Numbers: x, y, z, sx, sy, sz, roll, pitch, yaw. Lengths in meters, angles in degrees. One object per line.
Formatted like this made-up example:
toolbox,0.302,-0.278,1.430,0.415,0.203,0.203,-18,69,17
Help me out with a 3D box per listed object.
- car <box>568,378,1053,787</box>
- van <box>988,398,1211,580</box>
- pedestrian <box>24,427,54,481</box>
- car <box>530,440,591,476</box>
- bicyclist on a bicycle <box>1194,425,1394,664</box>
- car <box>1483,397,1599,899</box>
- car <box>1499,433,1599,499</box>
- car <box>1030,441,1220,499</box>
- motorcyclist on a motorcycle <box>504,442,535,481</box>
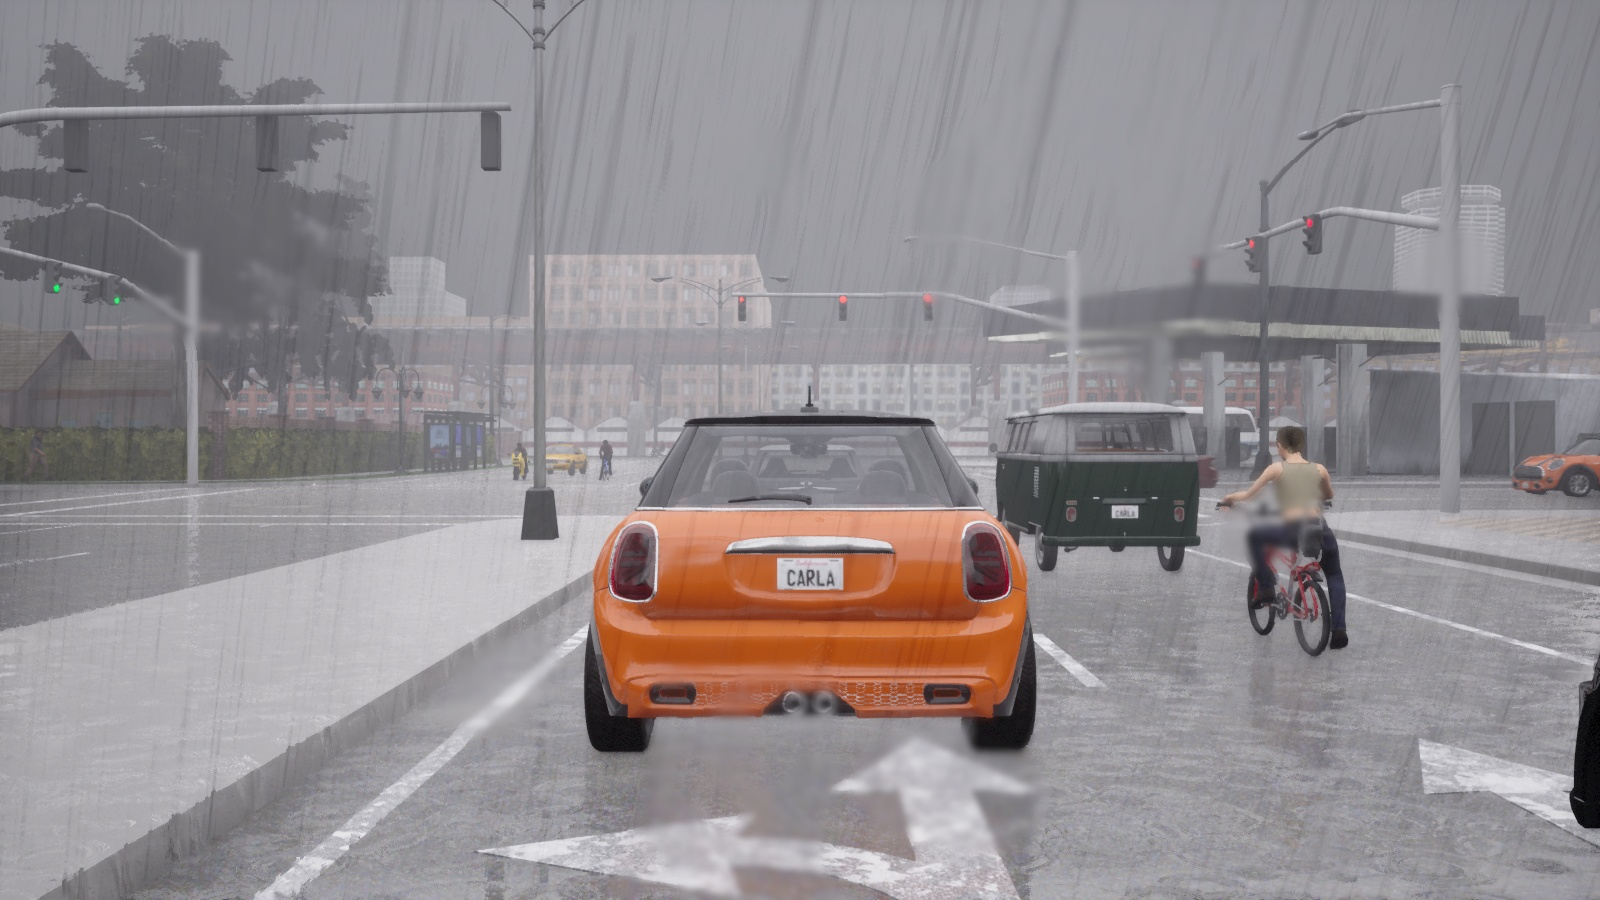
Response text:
car,0.054,0.561,7.704,2.097,1.767,4.553,0,0,0
van,3.597,0.412,15.917,1.775,1.987,4.442,0,0,0
pedestrian,-25.920,0.134,42.787,0.694,1.848,0.540,0,0,1
car,-11.185,0.343,59.029,1.801,1.575,5.366,0,0,0
bicyclist on a bicycle,3.563,0.634,9.213,0.866,1.612,1.509,0,0,0
car,3.526,0.667,2.216,2.033,1.649,4.856,0,0,1
car,22.159,0.427,34.681,4.553,1.767,2.097,0,0,-1
car,8.978,0.533,35.079,5.008,1.535,1.882,0,1,11
motorcyclist on a motorcycle,-11.245,0.435,50.464,0.797,1.523,2.044,0,0,0
